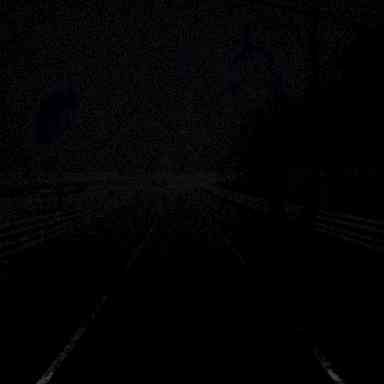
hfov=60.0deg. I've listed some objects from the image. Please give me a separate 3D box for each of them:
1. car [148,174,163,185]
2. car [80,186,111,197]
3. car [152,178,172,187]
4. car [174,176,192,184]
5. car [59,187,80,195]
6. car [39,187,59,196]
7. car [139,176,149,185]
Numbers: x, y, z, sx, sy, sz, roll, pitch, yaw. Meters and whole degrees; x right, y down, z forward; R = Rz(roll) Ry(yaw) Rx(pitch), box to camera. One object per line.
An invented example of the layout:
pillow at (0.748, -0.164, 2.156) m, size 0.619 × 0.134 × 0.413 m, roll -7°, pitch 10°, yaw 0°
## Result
car at (-8.199, -2.764, 82.821) m, size 2.150 × 2.045 × 5.566 m, roll 1°, pitch 4°, yaw 14°
car at (-13.296, -0.153, 47.184) m, size 1.882 × 1.535 × 5.008 m, roll 1°, pitch 4°, yaw 14°
car at (-6.701, -1.884, 74.209) m, size 1.994 × 1.385 × 4.181 m, roll 1°, pitch 4°, yaw 14°
car at (-2.437, -3.060, 91.680) m, size 2.033 × 1.411 × 5.357 m, roll 1°, pitch 4°, yaw 14°
car at (-16.699, -0.101, 48.008) m, size 1.994 × 1.385 × 4.181 m, roll 1°, pitch 4°, yaw 14°
car at (-20.092, -0.100, 48.866) m, size 1.895 × 1.301 × 4.718 m, roll 1°, pitch 4°, yaw 14°
car at (-11.130, -2.626, 85.582) m, size 2.128 × 1.511 × 4.902 m, roll 1°, pitch 4°, yaw 14°
